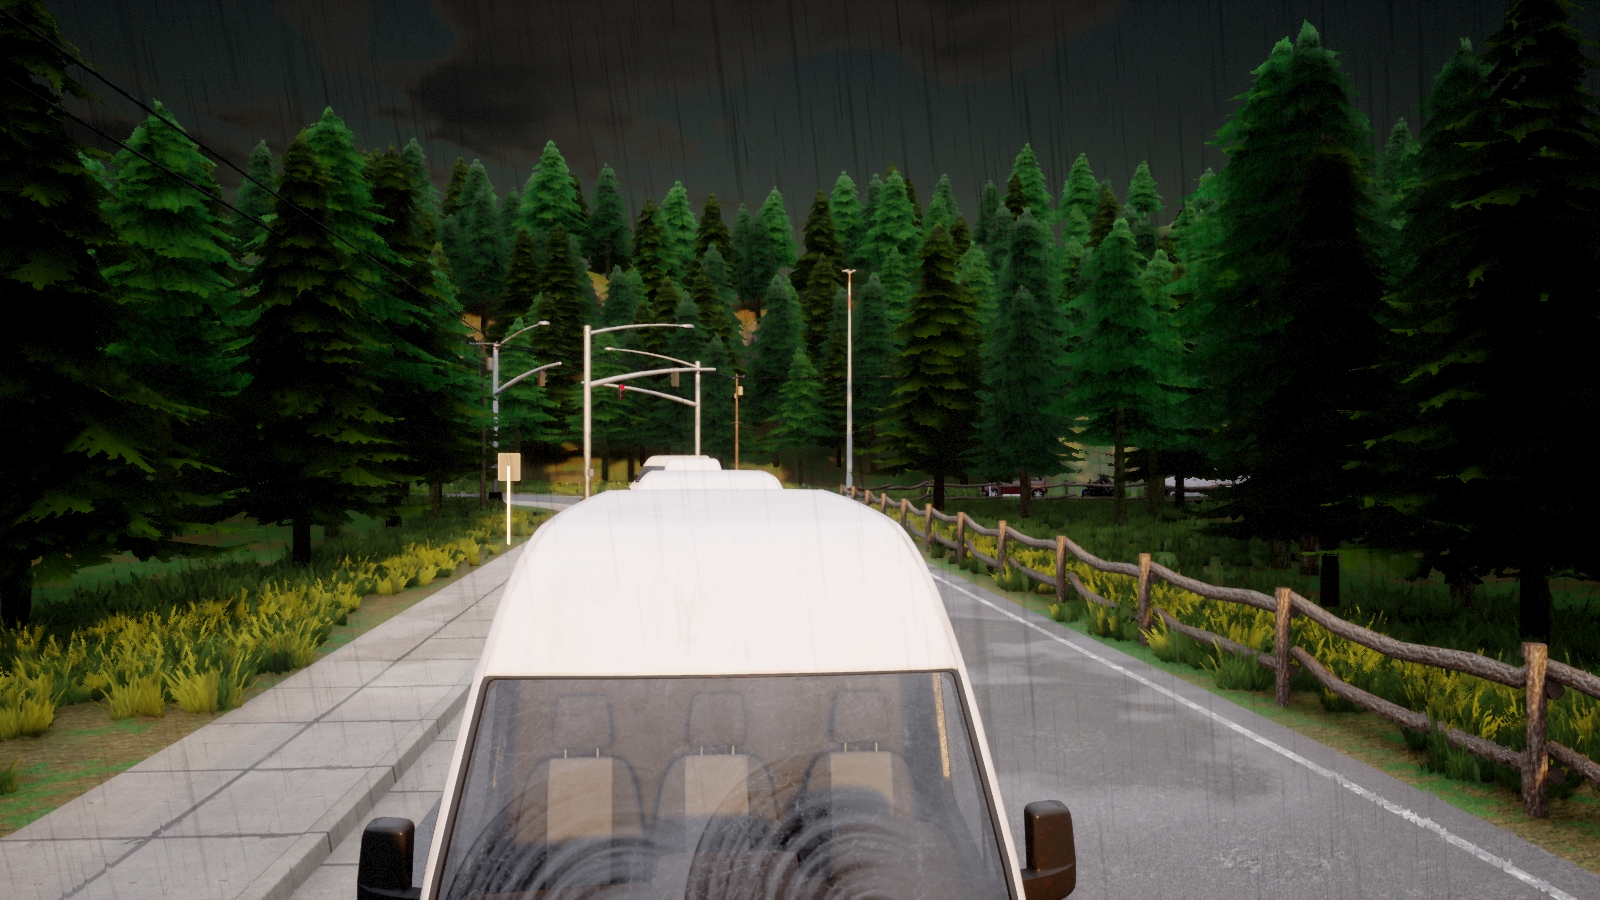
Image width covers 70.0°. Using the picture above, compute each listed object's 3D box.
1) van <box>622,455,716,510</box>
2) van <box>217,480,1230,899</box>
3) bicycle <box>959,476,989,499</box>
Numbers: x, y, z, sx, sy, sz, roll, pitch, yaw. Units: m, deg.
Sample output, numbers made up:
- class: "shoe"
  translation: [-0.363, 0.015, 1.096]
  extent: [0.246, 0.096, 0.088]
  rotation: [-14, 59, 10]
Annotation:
- class: "van"
  translation: [-6.327, 1.515, 56.001]
  extent: [1.988, 2.561, 5.915]
  rotation: [0, 0, 22]
- class: "van"
  translation: [-0.355, 1.499, 5.197]
  extent: [1.988, 2.561, 5.915]
  rotation: [0, 0, -5]
- class: "bicycle"
  translation: [9.931, 2.158, 65.239]
  extent: [1.487, 1.276, 0.859]
  rotation: [0, 0, -6]
